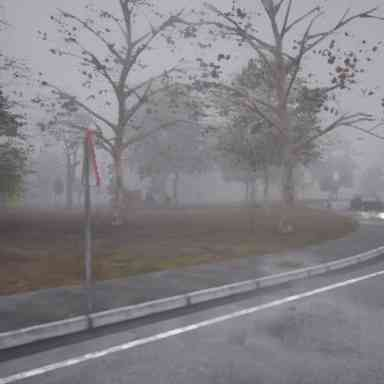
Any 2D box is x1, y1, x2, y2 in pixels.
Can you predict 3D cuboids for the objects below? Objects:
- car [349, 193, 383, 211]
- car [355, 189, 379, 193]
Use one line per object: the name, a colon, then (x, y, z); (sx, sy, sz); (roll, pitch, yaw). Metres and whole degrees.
car: (18.352, 1.165, 35.244); (1.882, 1.535, 5.008); (-1, 0, 6)
car: (26.842, 0.572, 51.409); (5.566, 2.045, 2.150); (-1, 0, -35)
